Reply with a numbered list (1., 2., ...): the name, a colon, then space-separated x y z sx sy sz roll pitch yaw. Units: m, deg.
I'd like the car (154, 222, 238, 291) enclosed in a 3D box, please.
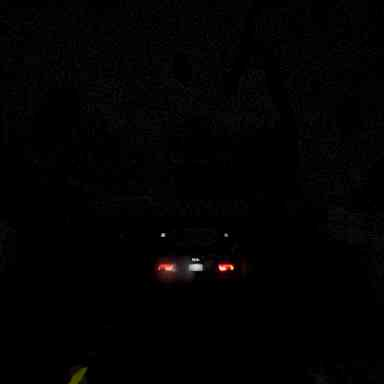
1. car: 0.073 1.523 9.041 2.033 1.411 5.357 0 0 0
